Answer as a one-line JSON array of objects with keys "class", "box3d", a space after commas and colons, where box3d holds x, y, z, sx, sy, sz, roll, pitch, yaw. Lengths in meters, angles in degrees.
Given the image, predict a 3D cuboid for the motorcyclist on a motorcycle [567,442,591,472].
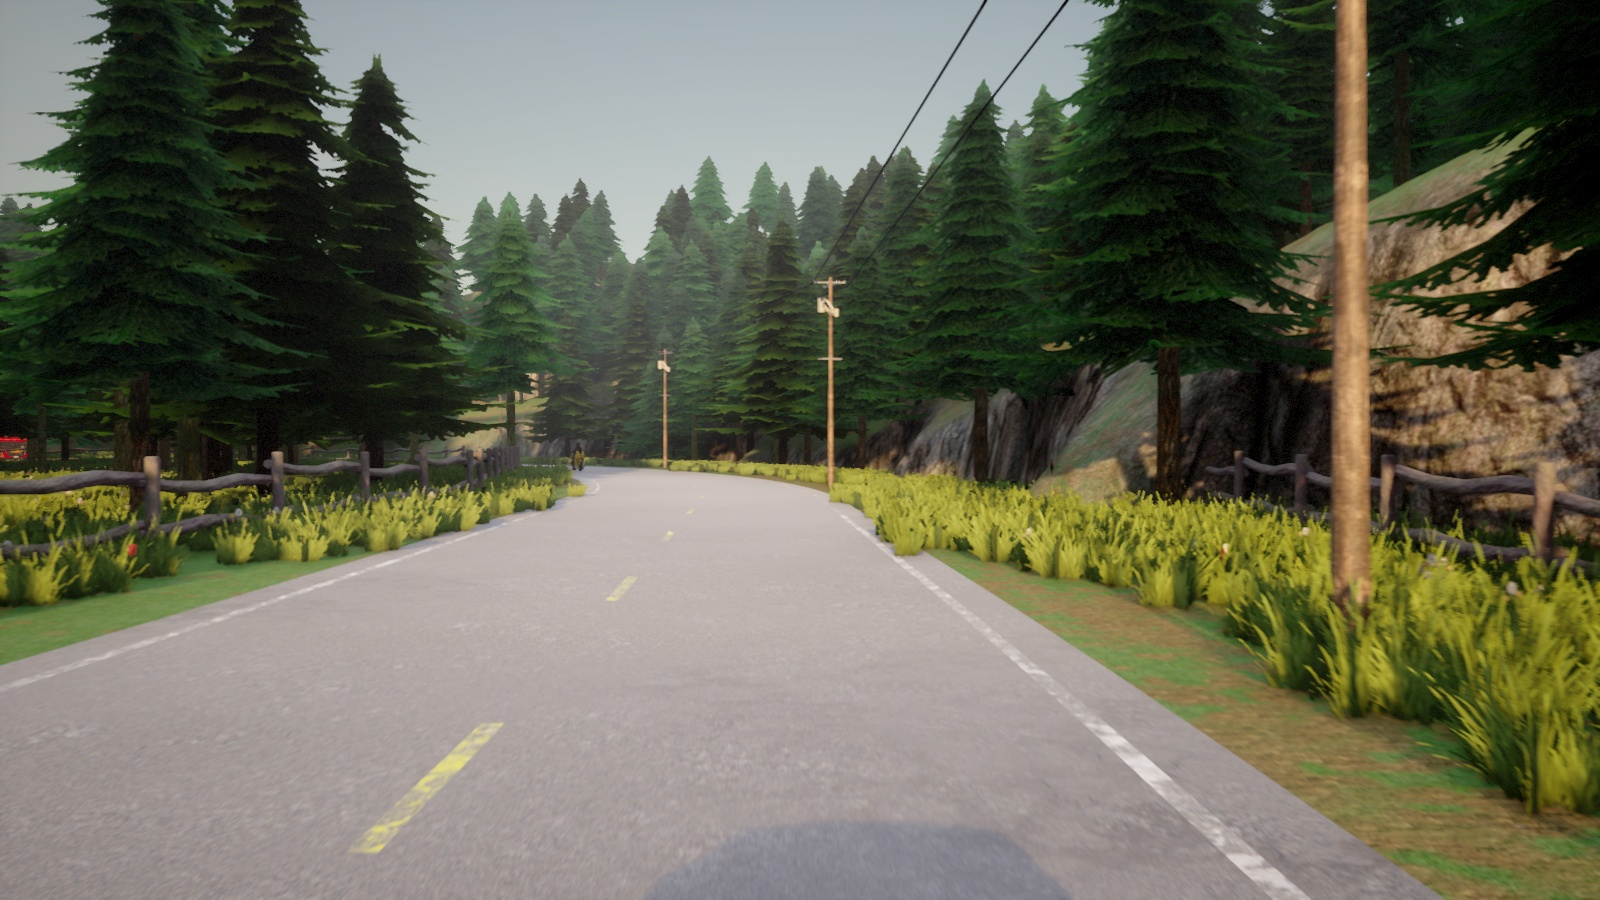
[{"class": "motorcyclist on a motorcycle", "box3d": [-11.481, 0.354, 65.101, 0.797, 1.523, 2.044, 0, 0, -22]}]
